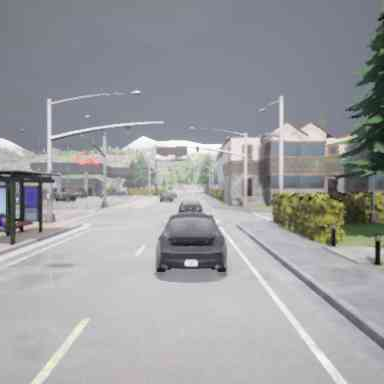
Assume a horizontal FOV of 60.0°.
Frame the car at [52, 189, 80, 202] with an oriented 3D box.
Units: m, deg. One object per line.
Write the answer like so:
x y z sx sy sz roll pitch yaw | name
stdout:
-19.314 0.790 51.092 2.007 1.523 4.514 0 1 -1 | car

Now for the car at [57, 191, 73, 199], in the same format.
-26.484 0.602 69.509 1.970 1.475 3.806 0 1 -1 | car

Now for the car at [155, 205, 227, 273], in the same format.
-0.016 1.367 10.146 1.837 1.490 4.892 0 1 0 | car

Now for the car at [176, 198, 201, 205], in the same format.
-0.138 1.295 28.857 1.895 1.301 4.718 0 1 0 | car

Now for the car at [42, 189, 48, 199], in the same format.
-26.358 0.452 61.027 1.932 1.855 4.605 0 1 -1 | car

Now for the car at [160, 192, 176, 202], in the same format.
-3.970 0.773 52.100 1.882 1.535 5.008 0 1 0 | car

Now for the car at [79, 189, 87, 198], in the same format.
-23.153 0.327 68.928 1.905 1.878 3.866 0 1 -1 | car
